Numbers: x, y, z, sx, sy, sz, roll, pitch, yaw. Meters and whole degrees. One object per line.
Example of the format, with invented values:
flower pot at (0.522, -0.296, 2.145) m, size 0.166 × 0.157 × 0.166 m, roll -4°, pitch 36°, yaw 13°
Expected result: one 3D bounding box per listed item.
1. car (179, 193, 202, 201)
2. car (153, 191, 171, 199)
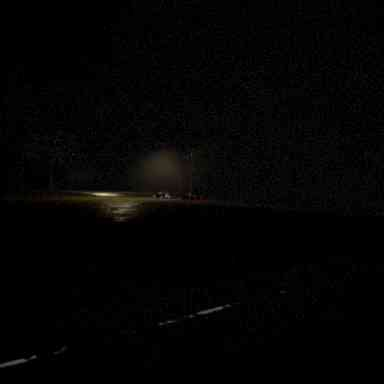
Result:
car at (-0.342, 0.874, 59.455) m, size 1.895 × 1.301 × 4.718 m, roll 2°, pitch 0°, yaw -35°
car at (-6.095, 0.559, 67.596) m, size 1.837 × 1.490 × 4.892 m, roll 2°, pitch 0°, yaw -35°
